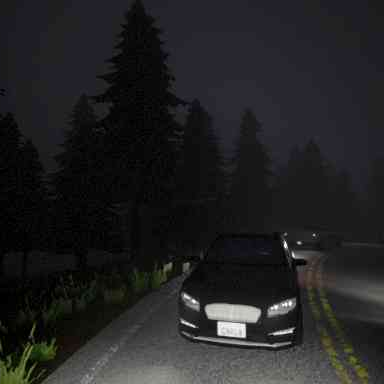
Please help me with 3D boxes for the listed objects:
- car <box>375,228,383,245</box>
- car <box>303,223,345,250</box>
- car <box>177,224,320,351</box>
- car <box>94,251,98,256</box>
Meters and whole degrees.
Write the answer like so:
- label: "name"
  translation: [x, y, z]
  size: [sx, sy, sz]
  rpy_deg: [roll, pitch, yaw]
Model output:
- label: "car"
  translation: [17.719, 3.479, 27.477]
  size: [5.566, 2.045, 2.150]
  rpy_deg: [7, -7, -26]
- label: "car"
  translation: [6.594, 2.319, 17.838]
  size: [1.895, 1.301, 4.718]
  rpy_deg: [-3, -6, 39]
- label: "car"
  translation: [1.139, 1.562, 6.640]
  size: [2.128, 1.511, 4.902]
  rpy_deg: [-1, -2, 15]
- label: "car"
  translation: [-20.224, 13.651, 73.019]
  size: [4.181, 1.381, 1.994]
  rpy_deg: [-2, -5, 31]
